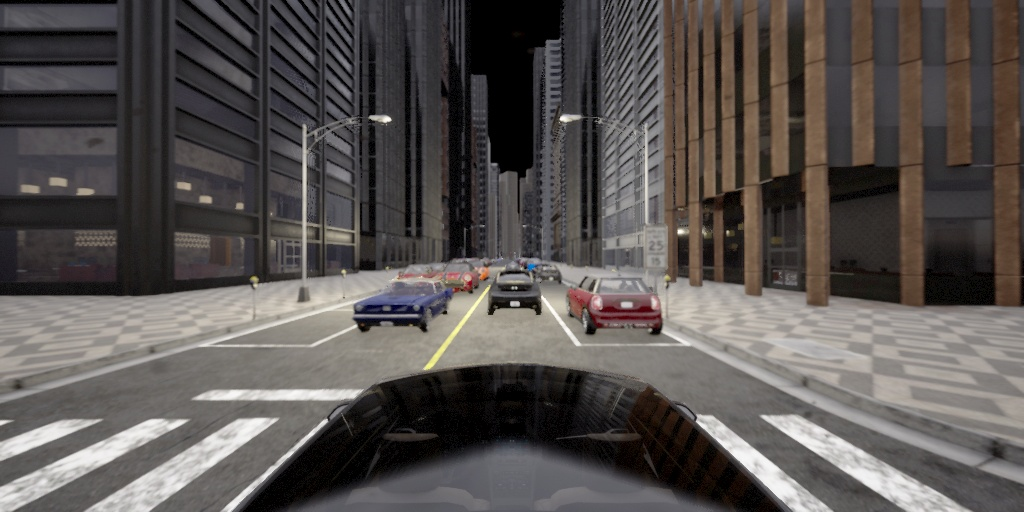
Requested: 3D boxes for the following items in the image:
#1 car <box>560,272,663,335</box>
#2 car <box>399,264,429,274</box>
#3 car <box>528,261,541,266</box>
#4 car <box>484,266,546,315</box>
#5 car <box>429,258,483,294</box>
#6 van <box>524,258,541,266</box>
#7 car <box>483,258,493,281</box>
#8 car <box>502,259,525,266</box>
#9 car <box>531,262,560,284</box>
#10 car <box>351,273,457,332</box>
[{"bbox_3d":[2.760,1.202,10.547,1.967,1.591,4.097,0,0,0],"label":"car"},{"bbox_3d":[-5.767,1.261,21.745,1.967,1.591,4.097,0,0,0],"label":"car"},{"bbox_3d":[2.757,1.403,32.982,1.948,1.339,4.313,0,0,0],"label":"car"},{"bbox_3d":[0.095,1.285,13.832,1.837,1.490,4.892,0,0,0],"label":"car"},{"bbox_3d":[-3.093,1.163,20.771,2.097,1.767,4.553,0,0,0],"label":"car"},{"bbox_3d":[2.755,1.218,44.200,1.690,1.789,3.998,0,0,0],"label":"van"},{"bbox_3d":[-3.078,1.196,30.721,2.097,1.767,4.553,0,0,0],"label":"car"},{"bbox_3d":[0.097,1.424,42.199,2.033,1.411,5.357,0,0,0],"label":"car"},{"bbox_3d":[2.758,1.368,27.373,2.007,1.370,4.403,0,0,0],"label":"car"},{"bbox_3d":[-3.094,1.380,11.077,1.895,1.301,4.718,0,0,0],"label":"car"}]
